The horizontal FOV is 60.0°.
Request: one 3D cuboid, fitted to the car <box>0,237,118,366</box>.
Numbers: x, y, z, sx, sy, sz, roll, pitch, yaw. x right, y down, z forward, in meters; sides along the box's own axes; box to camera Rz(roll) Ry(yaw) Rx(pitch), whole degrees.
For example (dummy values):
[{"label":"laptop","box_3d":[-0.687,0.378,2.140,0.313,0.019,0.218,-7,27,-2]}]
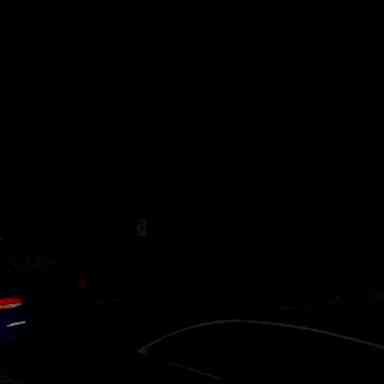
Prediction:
[{"label":"car","box_3d":[-3.709,1.526,5.811,4.674,1.452,2.002,0,0,35]}]
